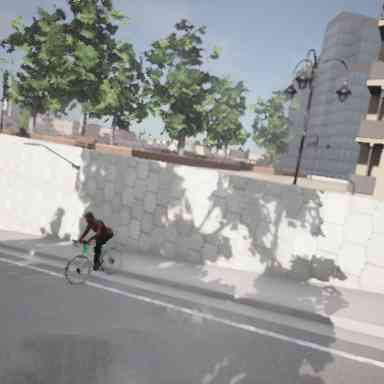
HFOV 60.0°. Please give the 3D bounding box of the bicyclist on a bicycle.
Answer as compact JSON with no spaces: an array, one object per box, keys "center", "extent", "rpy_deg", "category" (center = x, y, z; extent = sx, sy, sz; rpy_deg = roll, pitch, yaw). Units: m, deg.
[{"center":[-2.304,1.293,7.944],"extent":[0.582,1.620,1.656],"rpy_deg":[1,3,37],"category":"bicyclist on a bicycle"}]
